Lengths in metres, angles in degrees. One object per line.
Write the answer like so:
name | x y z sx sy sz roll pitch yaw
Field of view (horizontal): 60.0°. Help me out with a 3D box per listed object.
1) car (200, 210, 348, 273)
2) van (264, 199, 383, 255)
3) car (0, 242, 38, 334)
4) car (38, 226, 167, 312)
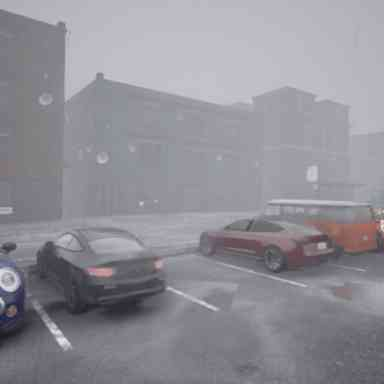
car | 2.227 1.538 11.070 2.163 1.488 4.792 0 0 -35
van | 4.494 1.291 12.795 1.878 1.987 4.442 0 0 -36
car | -4.571 1.354 6.224 2.185 1.767 4.553 0 0 -35
car | -2.286 1.529 7.812 2.002 1.452 4.674 0 0 -36
